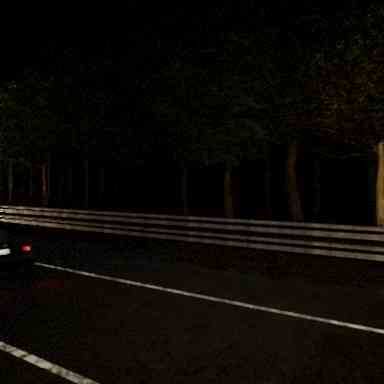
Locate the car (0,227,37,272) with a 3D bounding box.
[{"bbox_3d":[-6.626,1.466,9.306,5.357,1.411,2.033,1,0,32],"label":"car"}]
